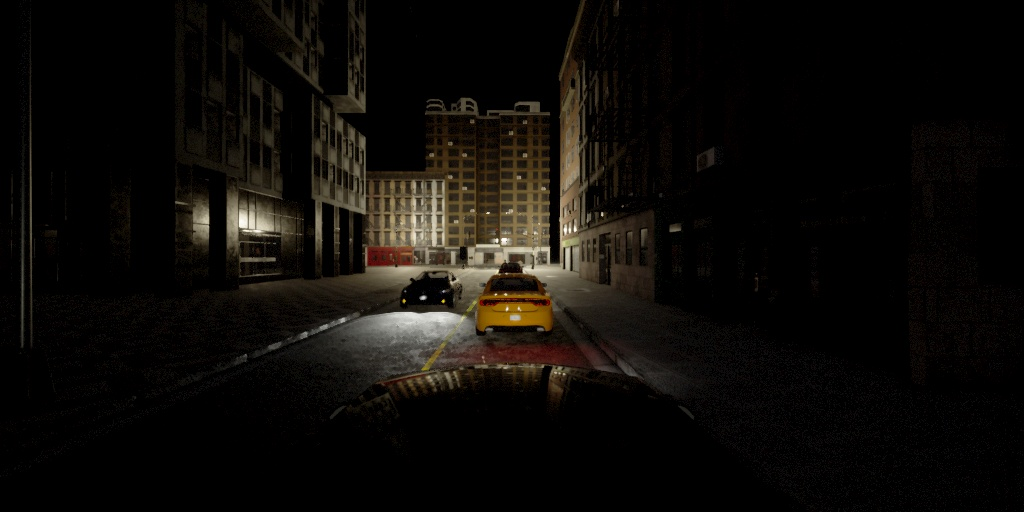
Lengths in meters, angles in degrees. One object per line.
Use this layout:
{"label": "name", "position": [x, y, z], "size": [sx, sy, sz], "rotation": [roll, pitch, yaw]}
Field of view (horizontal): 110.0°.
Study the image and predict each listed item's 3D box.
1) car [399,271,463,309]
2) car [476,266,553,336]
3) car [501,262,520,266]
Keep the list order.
{"label": "car", "position": [-3.194, 1.311, 14.878], "size": [1.994, 1.385, 4.181], "rotation": [0, 0, 0]}
{"label": "car", "position": [0.041, 1.226, 10.478], "size": [1.882, 1.535, 5.008], "rotation": [0, 0, -1]}
{"label": "car", "position": [-0.096, 1.213, 28.315], "size": [1.882, 1.535, 5.008], "rotation": [0, 0, 0]}
